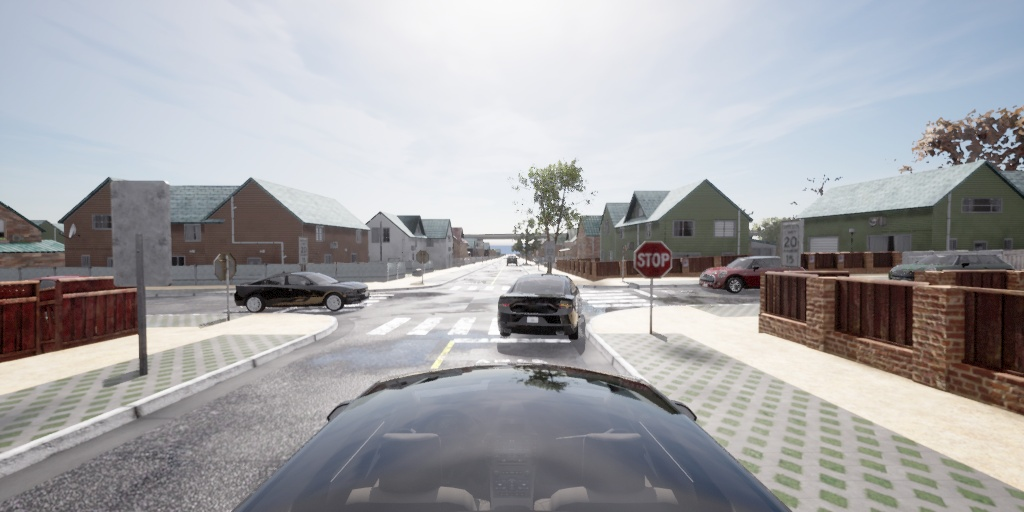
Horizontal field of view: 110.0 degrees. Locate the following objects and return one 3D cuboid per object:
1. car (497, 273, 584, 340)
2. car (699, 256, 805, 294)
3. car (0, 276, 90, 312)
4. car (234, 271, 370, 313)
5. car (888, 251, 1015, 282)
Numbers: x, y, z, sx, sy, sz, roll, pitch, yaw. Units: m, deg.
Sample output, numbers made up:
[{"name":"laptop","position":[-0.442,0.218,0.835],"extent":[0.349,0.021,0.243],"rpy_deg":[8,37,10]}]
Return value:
[{"name":"car","position":[0.959,1.224,10.143],"extent":[1.882,1.535,5.008],"rpy_deg":[0,0,12]},{"name":"car","position":[11.810,0.820,17.750],"extent":[4.553,1.767,2.097],"rpy_deg":[-1,2,0]},{"name":"car","position":[-18.018,1.546,14.611],"extent":[5.008,1.535,1.882],"rpy_deg":[-1,2,0]},{"name":"car","position":[-8.466,1.376,14.671],"extent":[5.008,1.535,1.882],"rpy_deg":[-1,2,0]},{"name":"car","position":[21.705,0.645,17.819],"extent":[4.553,1.767,2.097],"rpy_deg":[-1,2,0]}]
